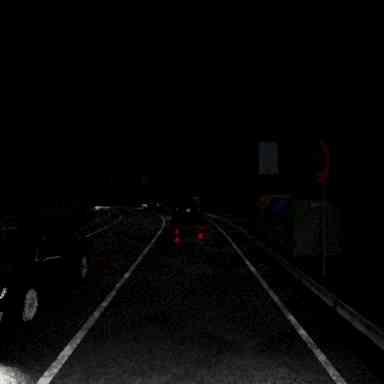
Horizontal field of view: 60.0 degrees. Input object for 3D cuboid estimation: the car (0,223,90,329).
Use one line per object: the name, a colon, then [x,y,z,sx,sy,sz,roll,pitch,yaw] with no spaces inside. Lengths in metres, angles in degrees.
car: [-3.617,1.491,7.046,1.837,1.490,4.892,0,0,0]

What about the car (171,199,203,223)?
car: [-0.463,1.308,25.115,2.097,1.767,4.553,0,0,-5]

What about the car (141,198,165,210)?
car: [-4.906,1.486,41.553,1.994,1.385,4.181,1,0,-24]

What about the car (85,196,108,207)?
car: [-14.182,1.354,49.190,1.812,1.442,4.674,1,0,-41]
